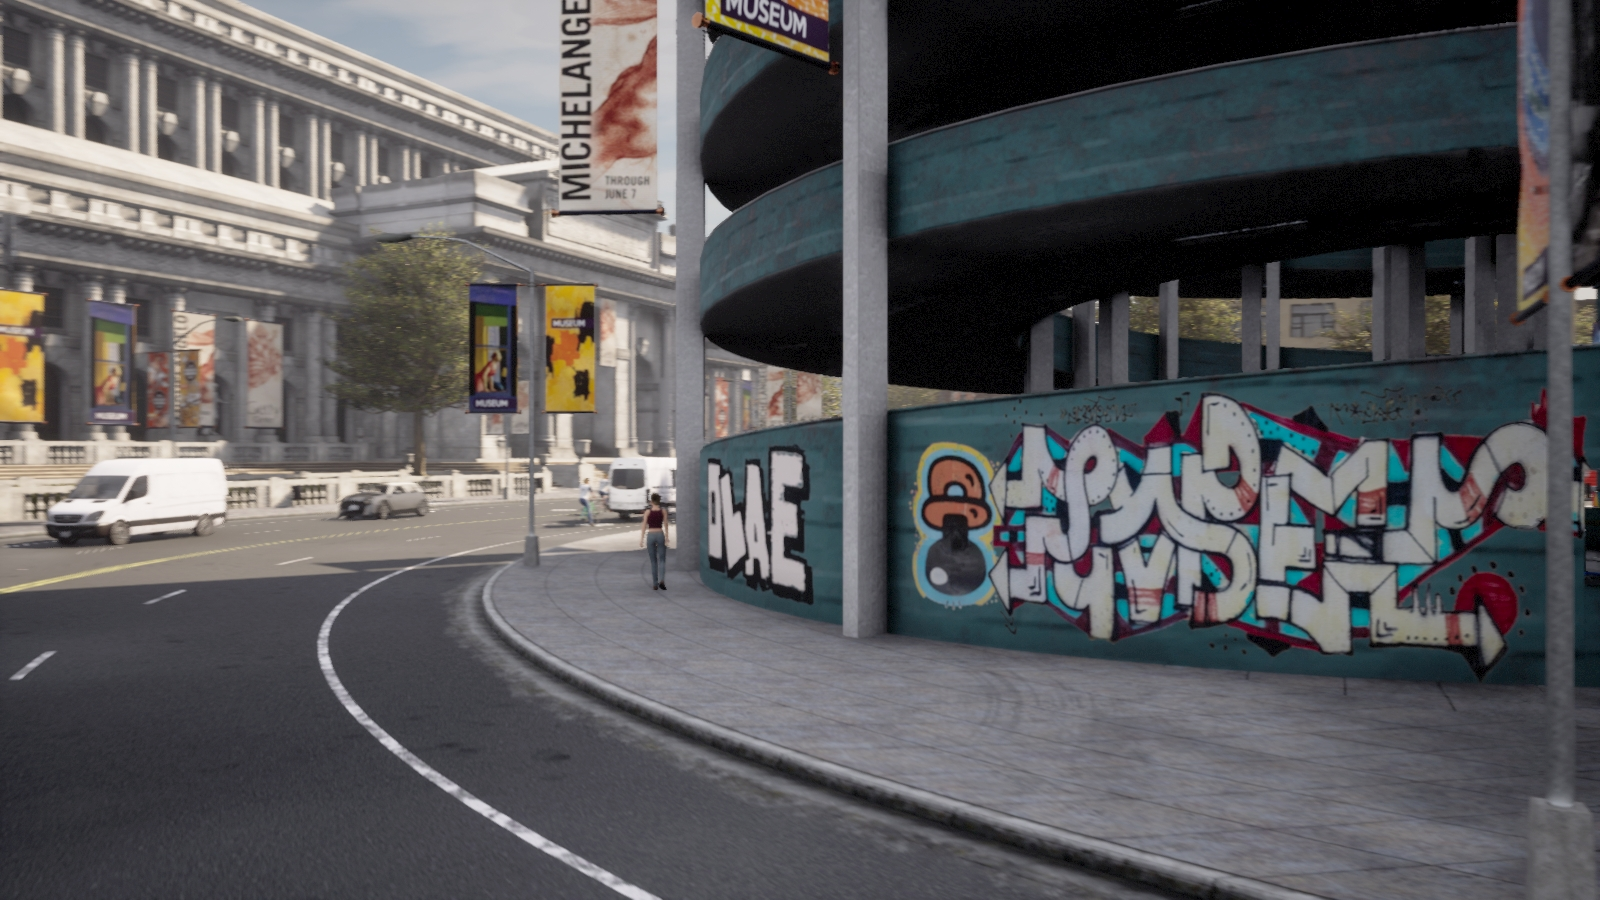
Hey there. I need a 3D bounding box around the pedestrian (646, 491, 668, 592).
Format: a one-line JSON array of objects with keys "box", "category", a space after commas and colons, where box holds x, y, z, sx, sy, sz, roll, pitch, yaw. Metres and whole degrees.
[{"box": [-2.707, 1.720, 21.607, 0.375, 1.860, 0.375, 0, 0, -12], "category": "pedestrian"}]

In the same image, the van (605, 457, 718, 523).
[{"box": [-5.697, 1.586, 48.023, 1.988, 2.561, 5.915, 0, 0, 24], "category": "van"}]

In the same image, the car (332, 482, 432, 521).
[{"box": [-17.334, 2.106, 47.595, 1.970, 1.475, 3.806, 0, 0, 19], "category": "car"}]

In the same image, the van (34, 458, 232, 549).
[{"box": [-20.673, 1.560, 35.823, 1.988, 2.561, 5.915, 0, 0, 10], "category": "van"}]
